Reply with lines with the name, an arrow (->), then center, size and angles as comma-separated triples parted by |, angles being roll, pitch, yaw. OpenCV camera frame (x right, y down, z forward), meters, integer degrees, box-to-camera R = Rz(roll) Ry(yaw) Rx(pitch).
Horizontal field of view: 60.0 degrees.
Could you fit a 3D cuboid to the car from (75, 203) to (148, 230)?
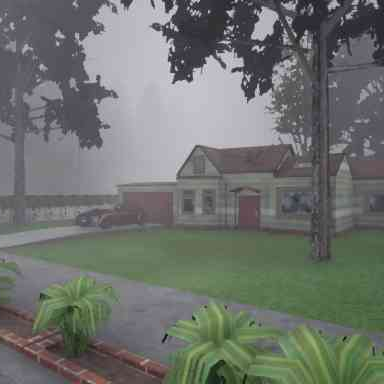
car -> -4.437, 1.300, 18.827 | 1.994, 1.381, 4.181 | 0, 0, 36
